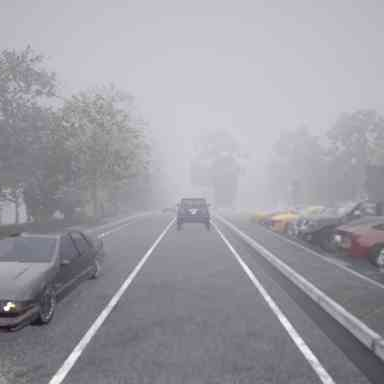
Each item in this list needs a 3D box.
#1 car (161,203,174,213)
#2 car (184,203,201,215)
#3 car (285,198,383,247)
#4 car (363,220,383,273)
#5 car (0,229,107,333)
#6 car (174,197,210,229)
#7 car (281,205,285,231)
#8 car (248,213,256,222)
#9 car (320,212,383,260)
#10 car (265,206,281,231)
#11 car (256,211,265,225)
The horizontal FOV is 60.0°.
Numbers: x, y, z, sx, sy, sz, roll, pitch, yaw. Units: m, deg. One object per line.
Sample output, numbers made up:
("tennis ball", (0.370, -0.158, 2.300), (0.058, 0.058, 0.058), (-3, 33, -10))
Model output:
("car", (-3.341, 2.334, 48.540), (2.033, 1.411, 5.357), (0, -2, 0))
("car", (0.095, 2.146, 42.785), (2.033, 1.411, 5.357), (0, -2, 0))
("car", (7.049, 1.294, 13.657), (5.566, 2.045, 2.435), (0, 0, 0))
("car", (7.077, 1.560, 8.104), (4.674, 1.452, 2.002), (0, 0, 0))
("car", (-3.350, 1.577, 7.362), (2.033, 1.411, 5.357), (0, 0, 0))
("car", (0.094, 1.391, 23.222), (2.150, 2.045, 5.566), (0, -1, 0))
("car", (7.109, 1.435, 16.428), (4.553, 1.767, 2.185), (0, 0, 0))
("car", (6.896, 1.643, 24.745), (5.366, 1.575, 1.946), (0, -1, 0))
("car", (7.105, 1.562, 10.879), (4.792, 1.488, 2.163), (0, 0, 0))
("car", (7.086, 1.581, 19.204), (5.008, 1.535, 2.097), (0, 0, 0))
("car", (7.086, 1.611, 21.976), (4.892, 1.521, 2.231), (0, -1, 0))
